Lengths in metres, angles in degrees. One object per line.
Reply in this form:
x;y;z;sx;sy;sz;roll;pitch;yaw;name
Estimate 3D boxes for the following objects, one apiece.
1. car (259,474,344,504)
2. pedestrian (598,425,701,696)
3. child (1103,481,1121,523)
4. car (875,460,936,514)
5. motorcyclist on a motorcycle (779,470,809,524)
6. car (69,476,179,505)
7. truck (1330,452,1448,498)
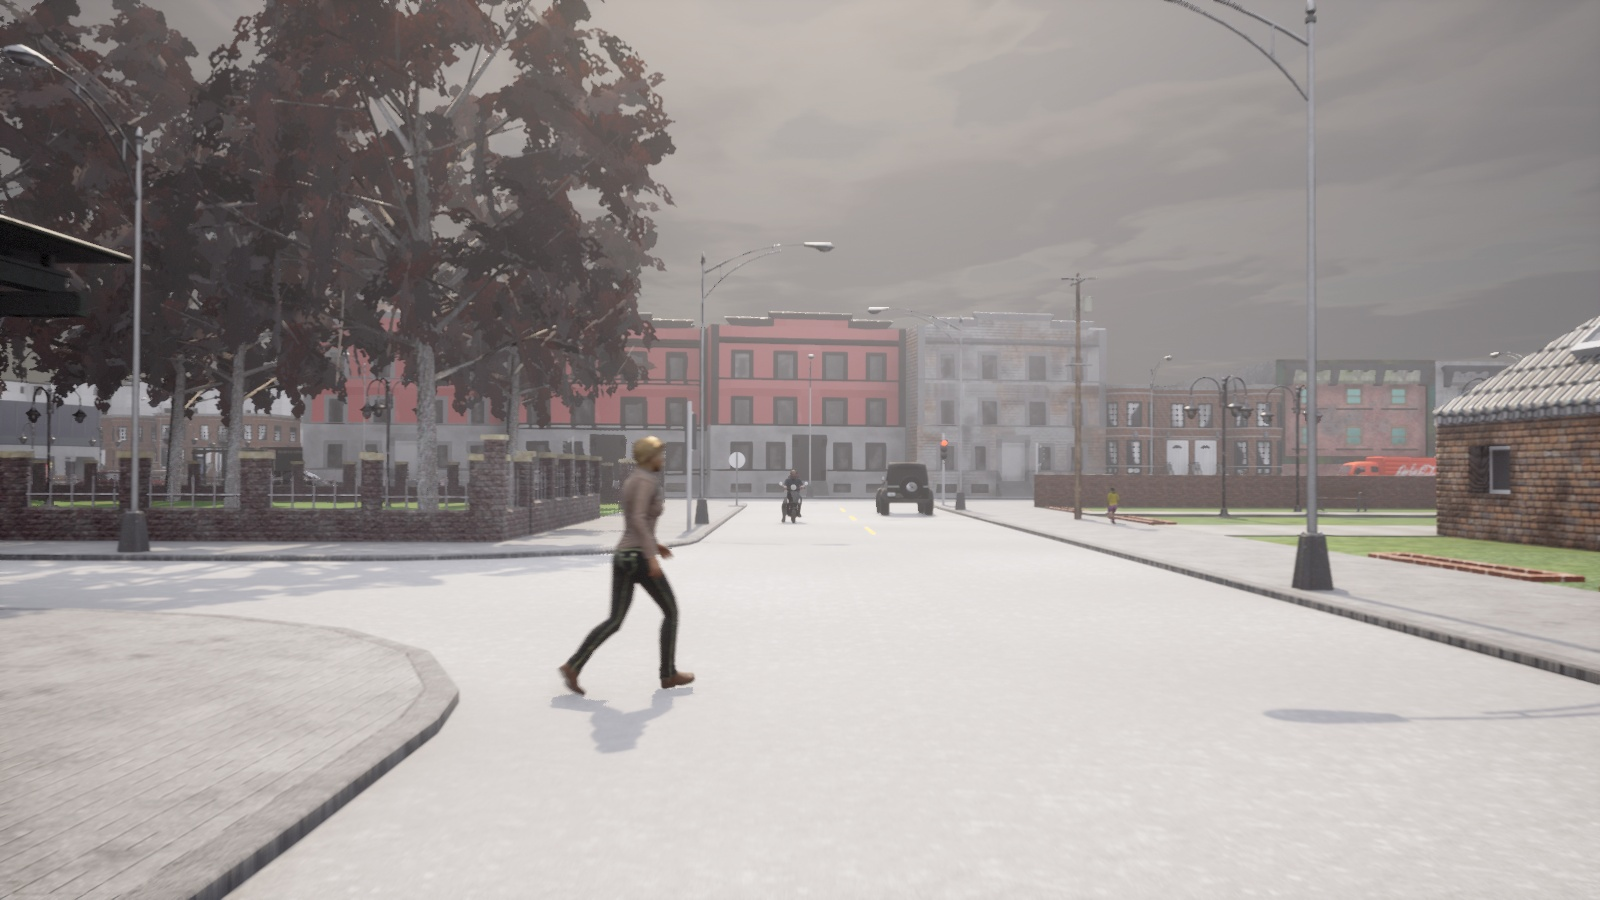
-25.573;2.010;64.478;3.633;1.501;1.845;0;-1;0;car
-1.062;0.757;8.851;0.634;1.846;0.331;0;-1;-28;pedestrian
8.810;1.463;35.465;0.299;1.160;0.473;0;-1;-11;child
3.823;1.363;46.018;1.905;1.878;3.866;0;-2;0;car
-0.192;1.409;38.264;0.866;1.590;1.817;0;-1;-2;motorcyclist on a motorcycle
-34.645;2.057;64.438;4.674;1.442;1.812;0;-1;0;car
32.200;1.350;68.739;5.204;2.467;2.627;0;-1;0;truck
